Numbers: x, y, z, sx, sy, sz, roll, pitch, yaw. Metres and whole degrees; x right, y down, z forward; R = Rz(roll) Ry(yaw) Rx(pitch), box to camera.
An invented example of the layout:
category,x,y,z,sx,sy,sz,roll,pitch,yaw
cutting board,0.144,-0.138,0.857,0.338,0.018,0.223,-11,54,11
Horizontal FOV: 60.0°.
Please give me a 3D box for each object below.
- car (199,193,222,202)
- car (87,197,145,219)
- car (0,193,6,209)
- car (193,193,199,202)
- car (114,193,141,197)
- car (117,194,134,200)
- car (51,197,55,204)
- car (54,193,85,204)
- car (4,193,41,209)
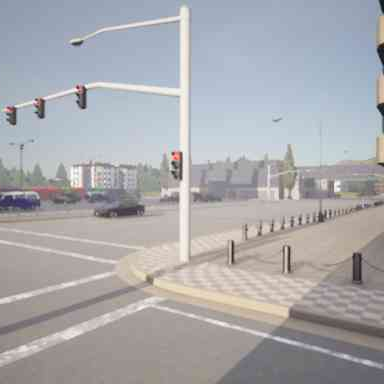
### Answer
category,x,y,z,sx,sy,sz,roll,pitch,yaw
car,4.110,1.110,67.324,1.932,1.855,4.605,0,0,36
car,-6.260,1.486,29.072,1.882,1.535,5.008,0,1,36
car,-26.581,1.279,49.473,1.784,1.438,3.905,0,0,36
car,1.804,1.104,69.075,1.905,1.878,3.866,0,0,36
car,-10.680,1.335,56.562,1.970,1.475,3.806,0,0,36
car,-16.400,1.281,82.331,1.970,1.475,3.806,0,0,36
car,-26.683,1.248,68.212,1.784,1.438,3.905,0,0,36
car,-24.381,1.046,66.452,1.932,1.855,4.605,0,0,36
car,-24.243,1.319,47.766,1.970,1.475,3.806,0,0,36
